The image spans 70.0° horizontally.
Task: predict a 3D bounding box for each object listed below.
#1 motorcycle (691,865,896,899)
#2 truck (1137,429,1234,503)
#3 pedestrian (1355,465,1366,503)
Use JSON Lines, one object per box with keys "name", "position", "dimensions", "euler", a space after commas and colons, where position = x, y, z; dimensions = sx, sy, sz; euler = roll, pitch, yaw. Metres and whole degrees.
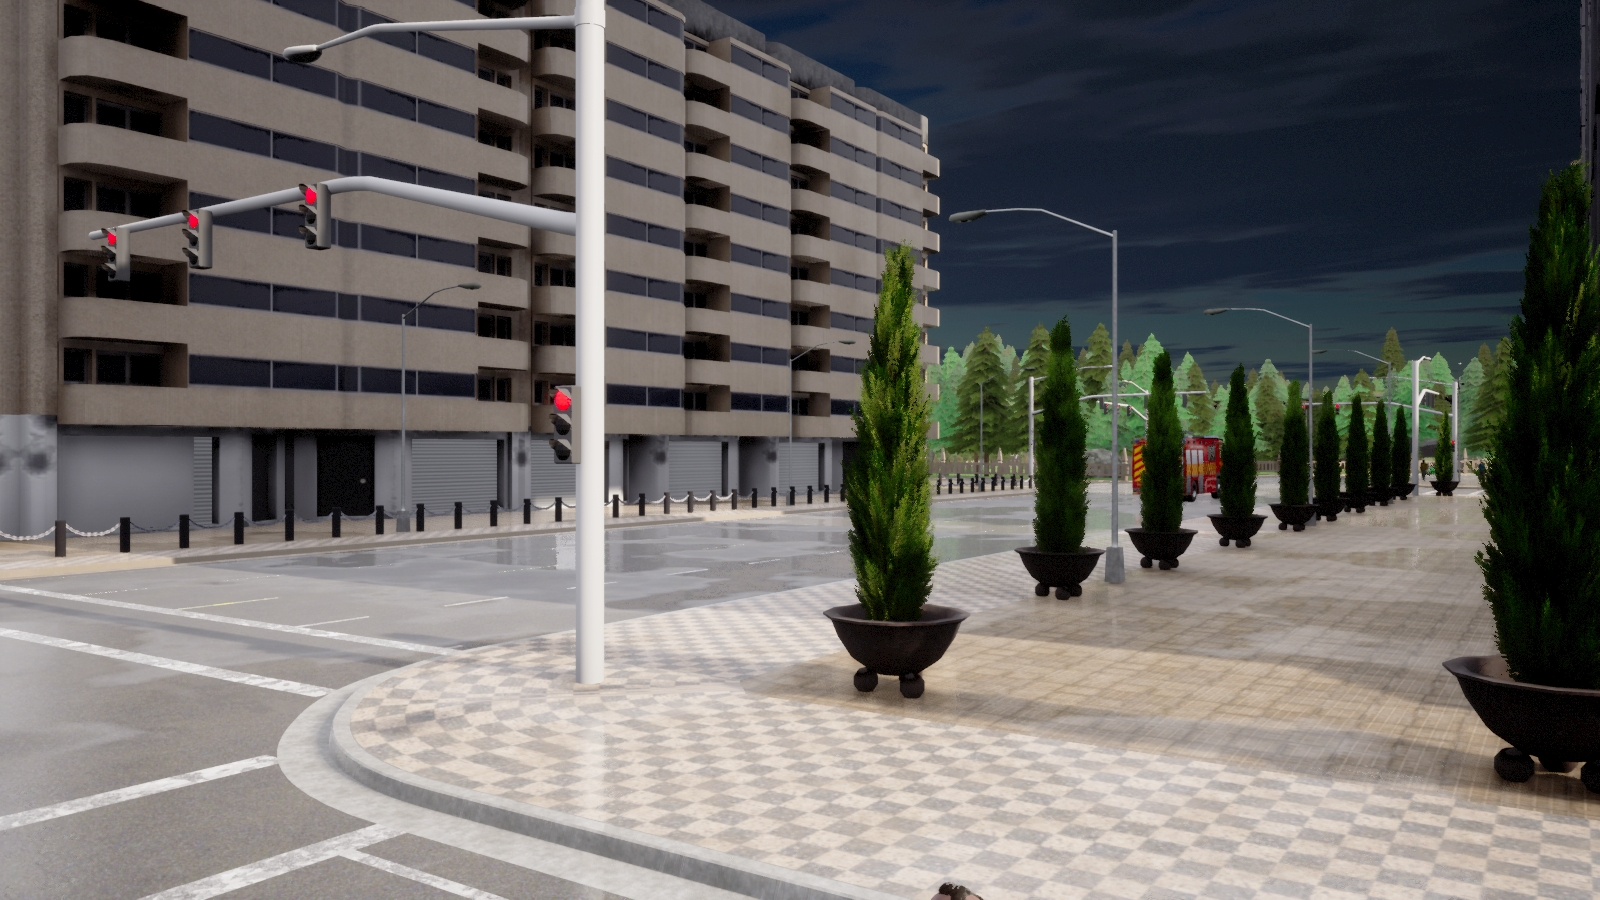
{"name": "motorcycle", "position": [0.516, 2.205, 3.364], "dimensions": [2.209, 1.251, 0.867], "euler": [0, 0, 34]}
{"name": "truck", "position": [21.438, 0.835, 63.219], "dimensions": [2.891, 3.827, 8.468], "euler": [0, 0, 34]}
{"name": "pedestrian", "position": [27.289, 1.639, 55.589], "dimensions": [0.375, 1.860, 0.375], "euler": [0, 0, 44]}
